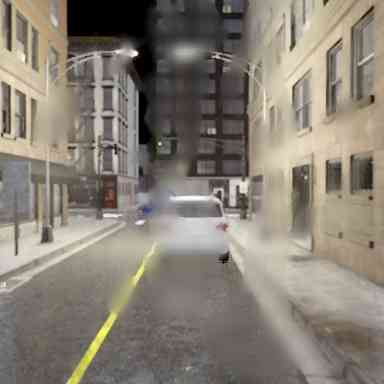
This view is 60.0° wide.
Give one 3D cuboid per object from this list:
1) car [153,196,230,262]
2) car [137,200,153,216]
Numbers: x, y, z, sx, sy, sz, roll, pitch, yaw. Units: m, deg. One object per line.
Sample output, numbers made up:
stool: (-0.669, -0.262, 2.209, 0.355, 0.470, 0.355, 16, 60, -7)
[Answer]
car: (0.052, 1.149, 11.892, 2.150, 2.045, 5.566, 0, 0, 0)
car: (-2.749, 1.356, 27.387, 1.812, 1.442, 4.674, 1, 0, -37)
